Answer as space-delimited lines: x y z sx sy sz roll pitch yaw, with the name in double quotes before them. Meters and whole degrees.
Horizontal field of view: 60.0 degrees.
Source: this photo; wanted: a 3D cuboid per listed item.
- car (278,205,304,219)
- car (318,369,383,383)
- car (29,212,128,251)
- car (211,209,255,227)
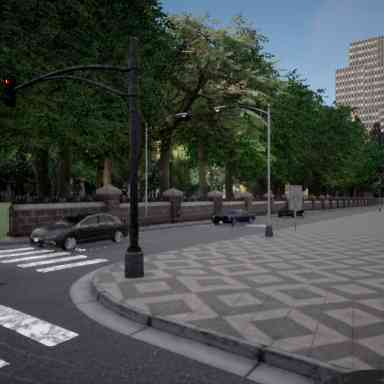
"car" 11.994 2.328 40.116 1.882 1.535 5.008 0 -1 35
"car" 2.518 1.551 1.167 4.403 1.369 2.008 0 0 36
"car" -5.048 1.735 15.487 1.837 1.490 4.892 0 -1 31
"car" 3.573 2.145 28.223 1.895 1.301 4.718 0 -1 35
